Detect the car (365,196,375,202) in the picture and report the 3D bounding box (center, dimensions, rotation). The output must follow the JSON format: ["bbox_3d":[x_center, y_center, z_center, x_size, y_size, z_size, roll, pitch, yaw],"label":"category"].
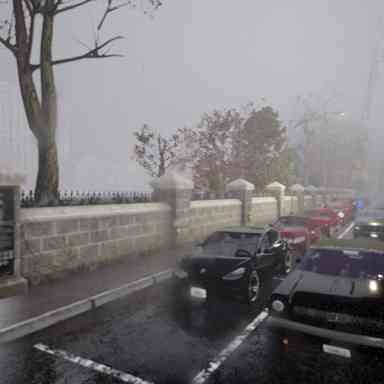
[{"bbox_3d":[43.607,1.685,81.328,1.887,1.381,4.507,0,0,30],"label":"car"}]

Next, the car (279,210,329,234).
[{"bbox_3d":[4.041,1.582,13.157,1.802,1.307,4.206,0,0,30],"label":"car"}]

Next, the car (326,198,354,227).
[{"bbox_3d":[9.692,1.450,22.893,1.967,1.590,4.097,0,0,30],"label":"car"}]

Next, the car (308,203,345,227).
[{"bbox_3d":[6.866,1.547,18.025,1.887,1.381,4.507,0,0,30],"label":"car"}]

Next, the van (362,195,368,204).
[{"bbox_3d":[20.997,1.385,42.373,1.690,1.788,3.998,0,0,30],"label":"van"}]

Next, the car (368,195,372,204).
[{"bbox_3d":[26.650,1.628,52.111,1.947,1.339,4.313,0,0,30],"label":"car"}]

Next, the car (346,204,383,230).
[{"bbox_3d":[9.436,1.551,17.091,2.033,1.411,5.357,0,0,30],"label":"car"}]

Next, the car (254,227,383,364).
[{"bbox_3d":[2.836,1.601,5.919,1.895,1.301,4.718,0,0,30],"label":"car"}]

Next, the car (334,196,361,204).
[{"bbox_3d":[12.518,1.333,27.763,2.192,1.841,5.009,0,0,30],"label":"car"}]

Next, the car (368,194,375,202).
[{"bbox_3d":[32.303,1.399,61.850,2.192,1.841,5.009,0,0,30],"label":"car"}]

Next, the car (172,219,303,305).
[{"bbox_3d":[1.215,1.566,8.287,1.947,1.339,4.313,0,0,30],"label":"car"}]

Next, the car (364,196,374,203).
[{"bbox_3d":[40.781,1.707,76.458,1.802,1.307,4.206,0,0,30],"label":"car"}]
